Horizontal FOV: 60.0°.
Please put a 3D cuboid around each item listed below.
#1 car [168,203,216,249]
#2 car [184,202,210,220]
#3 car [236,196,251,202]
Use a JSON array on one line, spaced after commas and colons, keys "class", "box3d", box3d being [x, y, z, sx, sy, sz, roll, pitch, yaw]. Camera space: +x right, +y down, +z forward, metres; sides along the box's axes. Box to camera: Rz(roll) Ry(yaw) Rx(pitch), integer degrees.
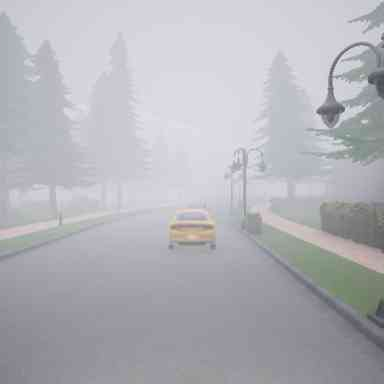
[{"class": "car", "box3d": [0.000, 1.485, 14.614, 1.882, 1.535, 5.008, 0, 0, 0]}, {"class": "car", "box3d": [0.543, 1.616, 29.454, 1.895, 1.301, 4.718, 0, 0, 6]}, {"class": "car", "box3d": [11.781, 1.589, 75.964, 1.895, 1.301, 4.718, 0, 0, 30]}]
